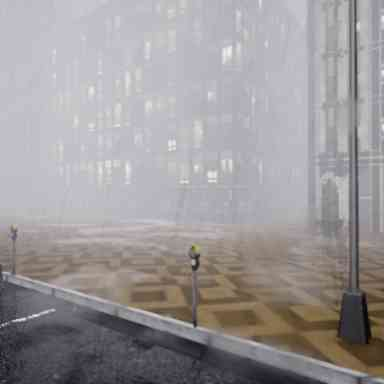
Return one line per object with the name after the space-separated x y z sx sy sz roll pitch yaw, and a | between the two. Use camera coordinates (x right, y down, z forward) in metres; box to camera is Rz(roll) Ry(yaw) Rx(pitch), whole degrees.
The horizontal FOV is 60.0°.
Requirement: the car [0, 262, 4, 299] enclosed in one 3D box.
-5.545 1.564 6.837 4.313 1.339 1.947 0 0 36 | car
